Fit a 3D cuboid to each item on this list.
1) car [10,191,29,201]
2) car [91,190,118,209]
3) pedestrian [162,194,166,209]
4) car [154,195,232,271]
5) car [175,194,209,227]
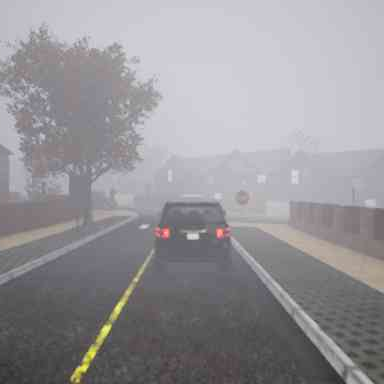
[{"bbox_3d":[-25.178,0.641,46.876,5.357,1.411,2.033,2,0,32],"label":"car"},{"bbox_3d":[-11.084,0.845,38.187,5.566,2.045,2.150,2,0,32],"label":"car"},{"bbox_3d":[-3.429,1.083,40.347,0.375,1.860,0.375,-1,-5,32],"label":"pedestrian"},{"bbox_3d":[0.010,1.223,11.079,2.150,2.045,5.566,0,0,0],"label":"car"},{"bbox_3d":[0.056,1.230,24.497,2.150,2.045,5.566,0,0,1],"label":"car"}]
